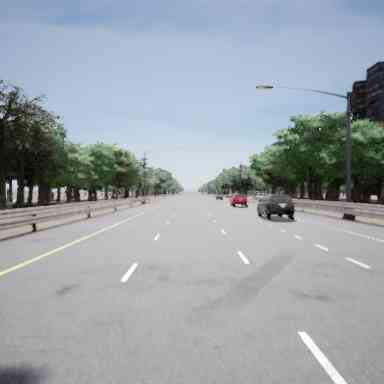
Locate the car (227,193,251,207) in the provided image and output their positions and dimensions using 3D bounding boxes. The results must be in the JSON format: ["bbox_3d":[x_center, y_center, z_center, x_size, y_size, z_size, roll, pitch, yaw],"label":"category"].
[{"bbox_3d":[7.088,1.242,50.985,2.150,2.045,5.566,0,0,0],"label":"car"}]

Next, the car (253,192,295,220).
[{"bbox_3d":[7.039,1.225,28.344,2.150,2.045,5.566,0,0,0],"label":"car"}]

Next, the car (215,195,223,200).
[{"bbox_3d":[7.833,1.522,94.784,1.812,1.442,4.674,0,0,8],"label":"car"}]
